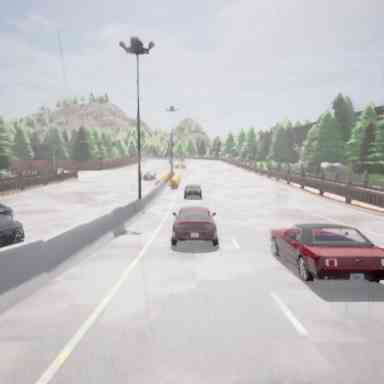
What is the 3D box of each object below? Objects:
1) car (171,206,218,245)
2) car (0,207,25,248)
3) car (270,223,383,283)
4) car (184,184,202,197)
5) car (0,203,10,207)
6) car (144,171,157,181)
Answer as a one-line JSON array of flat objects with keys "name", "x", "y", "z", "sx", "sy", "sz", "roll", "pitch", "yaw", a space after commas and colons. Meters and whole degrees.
[{"name": "car", "x": 0.103, "y": 1.324, "z": 14.447, "sx": 1.812, "sy": 1.442, "sz": 4.674, "roll": 0, "pitch": 2, "yaw": 0}, {"name": "car", "x": -7.106, "y": 1.431, "z": 10.572, "sx": 1.812, "sy": 1.442, "sz": 4.674, "roll": 0, "pitch": 1, "yaw": 0}, {"name": "car", "x": 3.602, "y": 1.527, "z": 9.452, "sx": 1.895, "sy": 1.301, "sz": 4.718, "roll": 0, "pitch": 1, "yaw": 0}, {"name": "car", "x": 0.108, "y": -0.255, "z": 35.971, "sx": 1.895, "sy": 1.301, "sz": 4.718, "roll": 0, "pitch": 7, "yaw": 0}, {"name": "car", "x": -10.593, "y": 1.239, "z": 16.177, "sx": 1.837, "sy": 1.490, "sz": 4.892, "roll": 0, "pitch": 2, "yaw": 0}, {"name": "car", "x": -6.905, "y": -2.759, "z": 55.686, "sx": 2.128, "sy": 1.511, "sz": 4.902, "roll": 0, "pitch": 7, "yaw": 0}]
